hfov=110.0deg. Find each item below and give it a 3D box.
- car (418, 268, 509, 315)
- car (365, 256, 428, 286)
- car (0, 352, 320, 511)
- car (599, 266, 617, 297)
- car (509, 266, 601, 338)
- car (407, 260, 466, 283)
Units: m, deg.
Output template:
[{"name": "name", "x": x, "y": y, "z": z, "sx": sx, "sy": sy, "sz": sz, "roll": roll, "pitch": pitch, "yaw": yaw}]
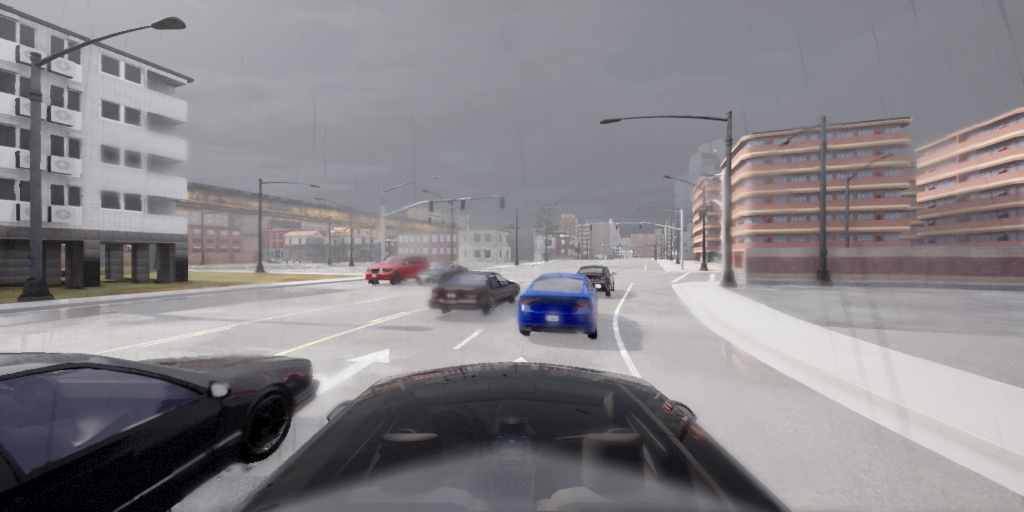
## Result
[{"name": "car", "x": -1.173, "y": 1.298, "z": 13.730, "sx": 2.033, "sy": 1.411, "sz": 5.357, "roll": 0, "pitch": 0, "yaw": 17}, {"name": "car", "x": -8.074, "y": 0.977, "z": 26.153, "sx": 2.150, "sy": 2.045, "sz": 5.566, "roll": 0, "pitch": 0, "yaw": 21}, {"name": "car", "x": -3.322, "y": 1.298, "z": 1.915, "sx": 2.033, "sy": 1.411, "sz": 5.357, "roll": 0, "pitch": 0, "yaw": 1}, {"name": "car", "x": 4.447, "y": 1.255, "z": 19.236, "sx": 1.837, "sy": 1.490, "sz": 4.892, "roll": 0, "pitch": 0, "yaw": 19}, {"name": "car", "x": 1.501, "y": 1.228, "z": 10.319, "sx": 1.882, "sy": 1.535, "sz": 5.008, "roll": 0, "pitch": 0, "yaw": 14}, {"name": "car", "x": -4.750, "y": 1.243, "z": 25.046, "sx": 2.128, "sy": 1.511, "sz": 4.902, "roll": 0, "pitch": 0, "yaw": 21}]
